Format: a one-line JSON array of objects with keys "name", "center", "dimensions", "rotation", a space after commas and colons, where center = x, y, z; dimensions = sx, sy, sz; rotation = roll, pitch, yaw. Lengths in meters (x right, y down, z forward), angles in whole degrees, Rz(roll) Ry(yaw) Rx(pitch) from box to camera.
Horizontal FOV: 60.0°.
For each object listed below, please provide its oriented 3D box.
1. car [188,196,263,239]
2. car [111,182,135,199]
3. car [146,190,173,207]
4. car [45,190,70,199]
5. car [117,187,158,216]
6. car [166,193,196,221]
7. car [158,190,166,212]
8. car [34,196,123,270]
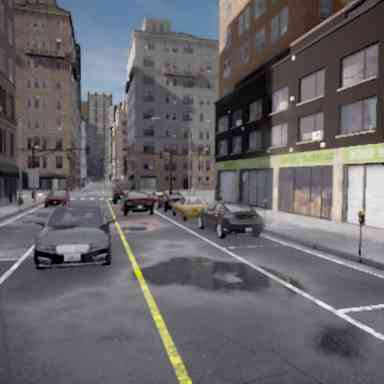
[{"name": "car", "center": [1.490, 1.063, 14.244], "dimensions": [2.008, 1.369, 4.403], "rotation": [-1, 2, -16]}, {"name": "car", "center": [-6.594, 0.059, 32.365], "dimensions": [2.150, 2.045, 5.566], "rotation": [0, 2, -16]}, {"name": "car", "center": [-3.048, 0.509, 30.367], "dimensions": [1.802, 1.307, 4.206], "rotation": [-1, 2, -16]}, {"name": "car", "center": [-11.273, 0.506, 28.048], "dimensions": [1.887, 1.381, 4.507], "rotation": [-1, 2, -16]}, {"name": "car", "center": [-3.807, 0.669, 22.639], "dimensions": [1.882, 1.535, 5.008], "rotation": [0, 2, -15]}, {"name": "car", "center": [-0.069, 0.837, 19.780], "dimensions": [1.752, 1.417, 4.829], "rotation": [-1, 2, -16]}, {"name": "car", "center": [-1.535, 0.688, 24.992], "dimensions": [1.947, 1.339, 4.313], "rotation": [-1, 2, -16]}, {"name": "car", "center": [-3.389, 1.122, 9.930], "dimensions": [2.128, 1.511, 4.902], "rotation": [0, 3, -16]}]
